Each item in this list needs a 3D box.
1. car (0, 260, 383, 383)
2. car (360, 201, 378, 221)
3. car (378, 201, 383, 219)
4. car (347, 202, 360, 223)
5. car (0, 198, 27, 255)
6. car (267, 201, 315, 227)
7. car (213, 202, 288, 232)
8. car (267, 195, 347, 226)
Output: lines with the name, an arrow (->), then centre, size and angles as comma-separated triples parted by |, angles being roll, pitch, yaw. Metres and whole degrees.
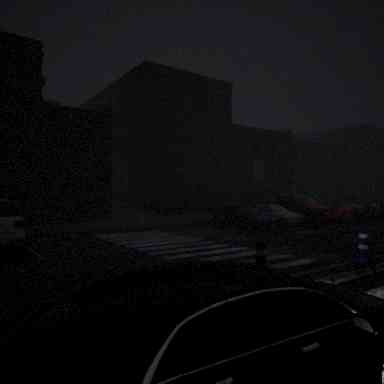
car -> 0.447, 1.509, 3.453 | 4.892, 1.490, 1.837 | 0, 0, -35
car -> 12.129, 1.583, 27.285 | 2.002, 1.452, 4.674 | 0, 0, -36
car -> 14.480, 1.583, 28.962 | 2.002, 1.452, 4.674 | 0, 0, -36
car -> 10.006, 1.417, 25.736 | 2.185, 1.767, 4.553 | 0, 0, -36
car -> -7.988, 1.262, 12.973 | 2.435, 2.045, 5.566 | 0, 0, -36
car -> 5.496, 1.580, 22.560 | 2.002, 1.452, 4.674 | 0, 0, -35
car -> 3.269, 1.567, 20.933 | 2.163, 1.488, 4.792 | 0, 0, -36
car -> 7.760, 1.290, 24.137 | 2.435, 2.045, 5.566 | 0, 0, -36
